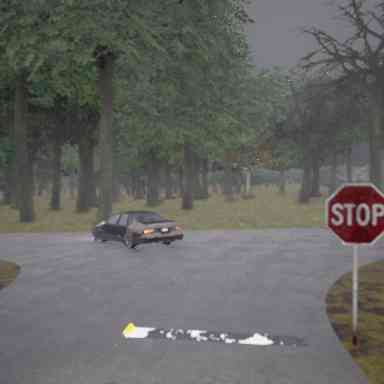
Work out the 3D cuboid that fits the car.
[{"bbox_3d":[-2.544,1.535,14.348,2.033,1.411,5.357,-1,-1,-37],"label":"car"}]
